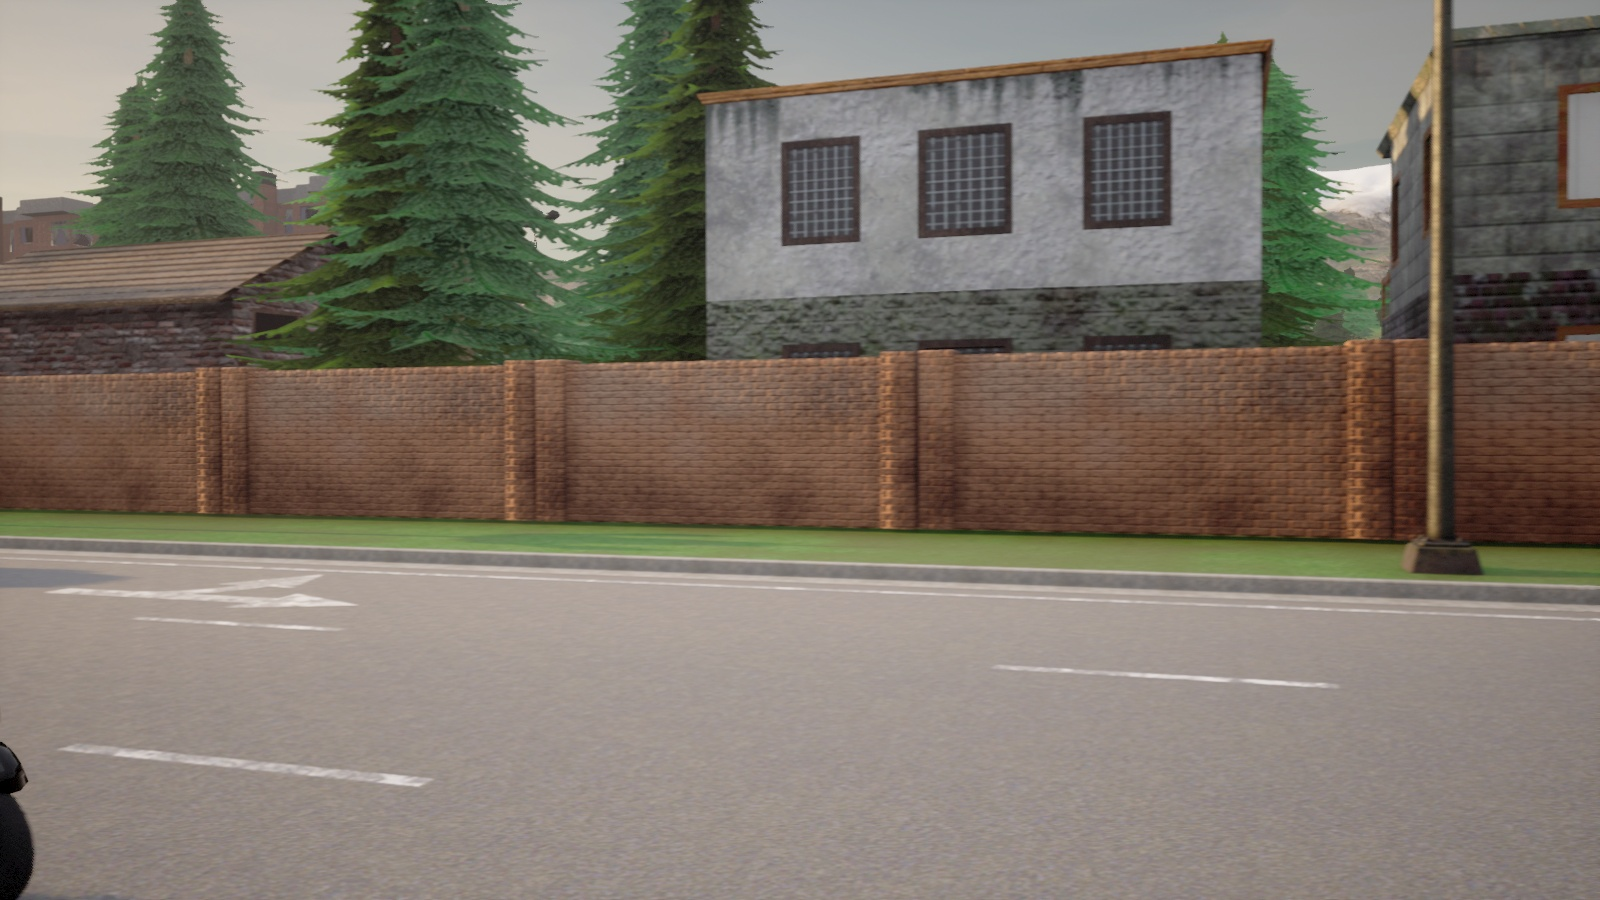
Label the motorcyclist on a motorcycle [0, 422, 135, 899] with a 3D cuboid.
[{"bbox_3d":[-3.353,0.698,4.320,1.817,1.590,0.866,1,1,19],"label":"motorcyclist on a motorcycle"}]
